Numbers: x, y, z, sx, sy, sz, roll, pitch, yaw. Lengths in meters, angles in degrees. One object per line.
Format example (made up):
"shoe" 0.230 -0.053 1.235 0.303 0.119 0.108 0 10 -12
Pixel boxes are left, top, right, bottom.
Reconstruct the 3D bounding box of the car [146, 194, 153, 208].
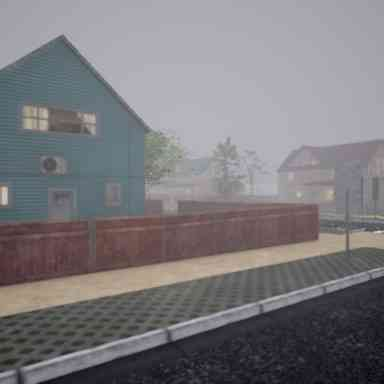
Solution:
"car" -6.755 1.009 41.896 2.150 2.045 5.566 0 1 -35
